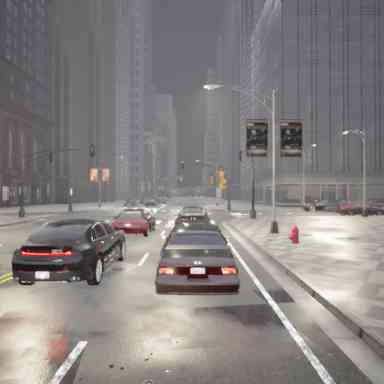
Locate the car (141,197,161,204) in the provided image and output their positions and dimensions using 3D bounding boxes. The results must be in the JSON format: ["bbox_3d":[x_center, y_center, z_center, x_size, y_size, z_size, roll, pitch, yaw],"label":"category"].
[{"bbox_3d":[-6.578,1.847,53.675,1.895,1.301,4.718,0,0,0],"label":"car"}]

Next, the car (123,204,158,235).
[{"bbox_3d":[-3.147,1.601,18.338,1.994,1.385,4.181,0,0,0],"label":"car"}]

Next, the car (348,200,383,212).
[{"bbox_3d":[20.832,1.641,38.930,4.313,1.339,1.947,0,0,-1],"label":"car"}]

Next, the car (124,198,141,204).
[{"bbox_3d":[-9.826,1.755,54.246,1.837,1.490,4.892,0,0,0],"label":"car"}]

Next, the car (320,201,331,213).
[{"bbox_3d":[16.629,1.621,36.106,4.181,1.385,1.994,0,-1,-1],"label":"car"}]

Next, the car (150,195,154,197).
[{"bbox_3d":[-9.737,1.863,69.315,1.837,1.490,4.892,0,0,0],"label":"car"}]

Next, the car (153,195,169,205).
[{"bbox_3d":[-6.488,1.914,68.784,1.994,1.385,4.181,0,0,0],"label":"car"}]

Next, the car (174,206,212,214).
[{"bbox_3d":[0.050,1.542,18.592,1.837,1.490,4.892,0,0,1],"label":"car"}]

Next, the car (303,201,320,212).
[{"bbox_3d":[15.192,1.661,38.843,4.313,1.339,1.947,0,0,-1],"label":"car"}]

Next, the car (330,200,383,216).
[{"bbox_3d":[15.321,1.576,30.320,4.206,1.307,1.802,0,0,-1],"label":"car"}]

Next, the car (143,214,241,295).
[{"bbox_3d":[0.108,1.557,8.853,2.033,1.411,5.357,0,0,0],"label":"car"}]

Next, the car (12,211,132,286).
[{"bbox_3d":[-3.149,1.515,9.437,1.837,1.490,4.892,0,0,0],"label":"car"}]
